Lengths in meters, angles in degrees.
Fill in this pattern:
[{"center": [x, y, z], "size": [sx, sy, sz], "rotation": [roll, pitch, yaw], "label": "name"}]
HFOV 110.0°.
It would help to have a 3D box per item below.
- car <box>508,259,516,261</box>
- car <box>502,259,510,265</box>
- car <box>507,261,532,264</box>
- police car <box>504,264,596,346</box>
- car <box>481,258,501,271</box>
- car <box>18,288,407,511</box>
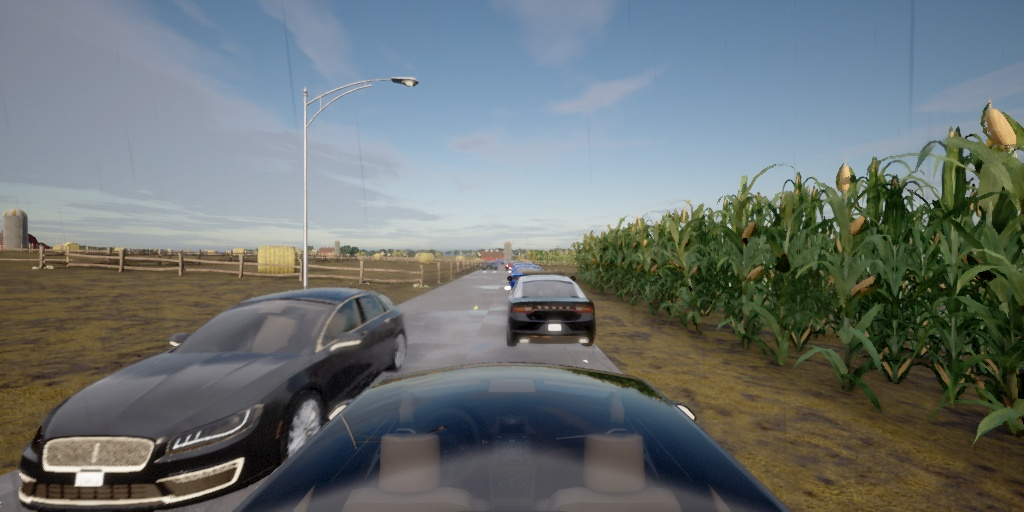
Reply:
[{"center": [0.817, 1.201, 25.386], "size": [1.882, 1.535, 5.008], "rotation": [0, 0, 0], "label": "car"}, {"center": [0.026, 1.295, 47.739], "size": [1.895, 1.301, 4.718], "rotation": [0, 0, 0], "label": "car"}, {"center": [0.822, 1.213, 19.387], "size": [1.882, 1.535, 5.008], "rotation": [0, 0, 0], "label": "car"}, {"center": [0.823, 1.171, 9.496], "size": [1.930, 1.638, 5.238], "rotation": [0, 0, 0], "label": "police car"}, {"center": [-2.857, 1.258, 46.617], "size": [1.994, 1.385, 4.181], "rotation": [0, 0, 0], "label": "car"}, {"center": [-2.851, 1.253, 4.848], "size": [1.837, 1.490, 4.892], "rotation": [0, 0, 0], "label": "car"}]
